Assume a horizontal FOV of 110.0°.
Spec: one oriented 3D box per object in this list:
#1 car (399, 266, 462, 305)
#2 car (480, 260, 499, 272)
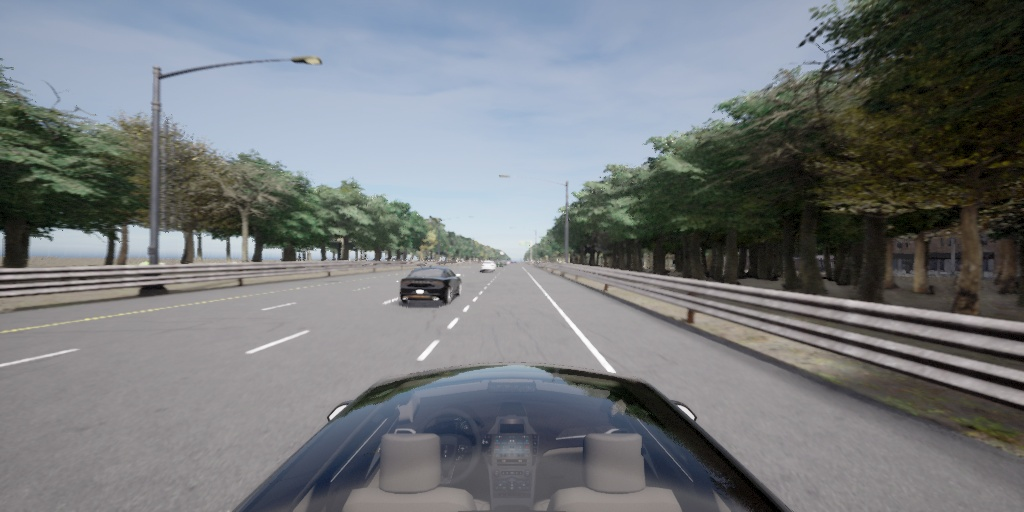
[{"bbox_3d":[-3.440,1.192,15.928,1.882,1.535,5.008,1,0,0],"label":"car"},{"bbox_3d":[-3.180,1.417,49.079,1.812,1.442,4.674,1,-1,1],"label":"car"}]
